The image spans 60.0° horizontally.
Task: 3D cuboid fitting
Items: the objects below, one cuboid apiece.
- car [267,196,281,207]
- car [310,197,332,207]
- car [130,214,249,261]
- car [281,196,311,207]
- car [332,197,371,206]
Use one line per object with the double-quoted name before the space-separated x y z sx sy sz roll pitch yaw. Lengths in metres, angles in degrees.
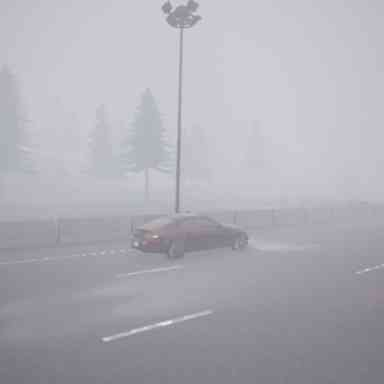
"car" 12.760 1.292 47.397 4.892 1.490 1.837 -1 1 -35
"car" 17.482 1.347 42.161 4.181 1.385 1.994 -1 1 -35
"car" 0.021 1.531 12.344 4.674 1.442 1.812 0 0 -35
"car" 14.785 1.282 44.545 4.902 1.511 2.128 -1 1 -35
"car" 18.806 1.398 38.821 4.718 1.301 1.895 -1 1 -35
